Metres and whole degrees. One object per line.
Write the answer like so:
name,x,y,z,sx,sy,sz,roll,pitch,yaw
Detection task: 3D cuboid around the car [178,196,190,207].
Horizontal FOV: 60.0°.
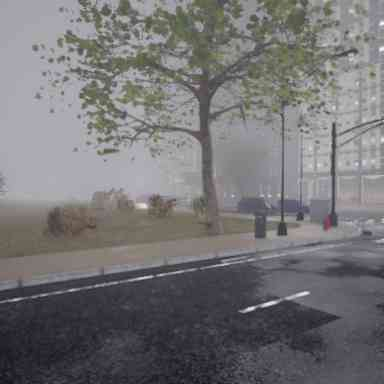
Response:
car,-1.694,1.401,48.684,1.812,1.442,4.674,1,0,-34

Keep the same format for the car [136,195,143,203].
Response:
car,-9.294,1.241,66.065,2.097,1.767,4.553,1,0,-34

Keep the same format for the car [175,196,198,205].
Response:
car,-1.052,1.471,59.580,1.812,1.442,4.674,1,0,-34

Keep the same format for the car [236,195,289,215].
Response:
car,6.245,1.212,30.951,2.097,1.767,4.553,1,0,-34

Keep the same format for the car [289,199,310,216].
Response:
car,9.718,1.382,31.598,1.882,1.535,5.008,1,0,-34

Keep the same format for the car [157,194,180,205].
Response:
car,-4.229,1.255,58.528,2.097,1.767,4.553,1,0,-34

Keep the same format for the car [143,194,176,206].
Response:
car,-4.717,1.310,47.361,1.882,1.535,5.008,1,0,-34
